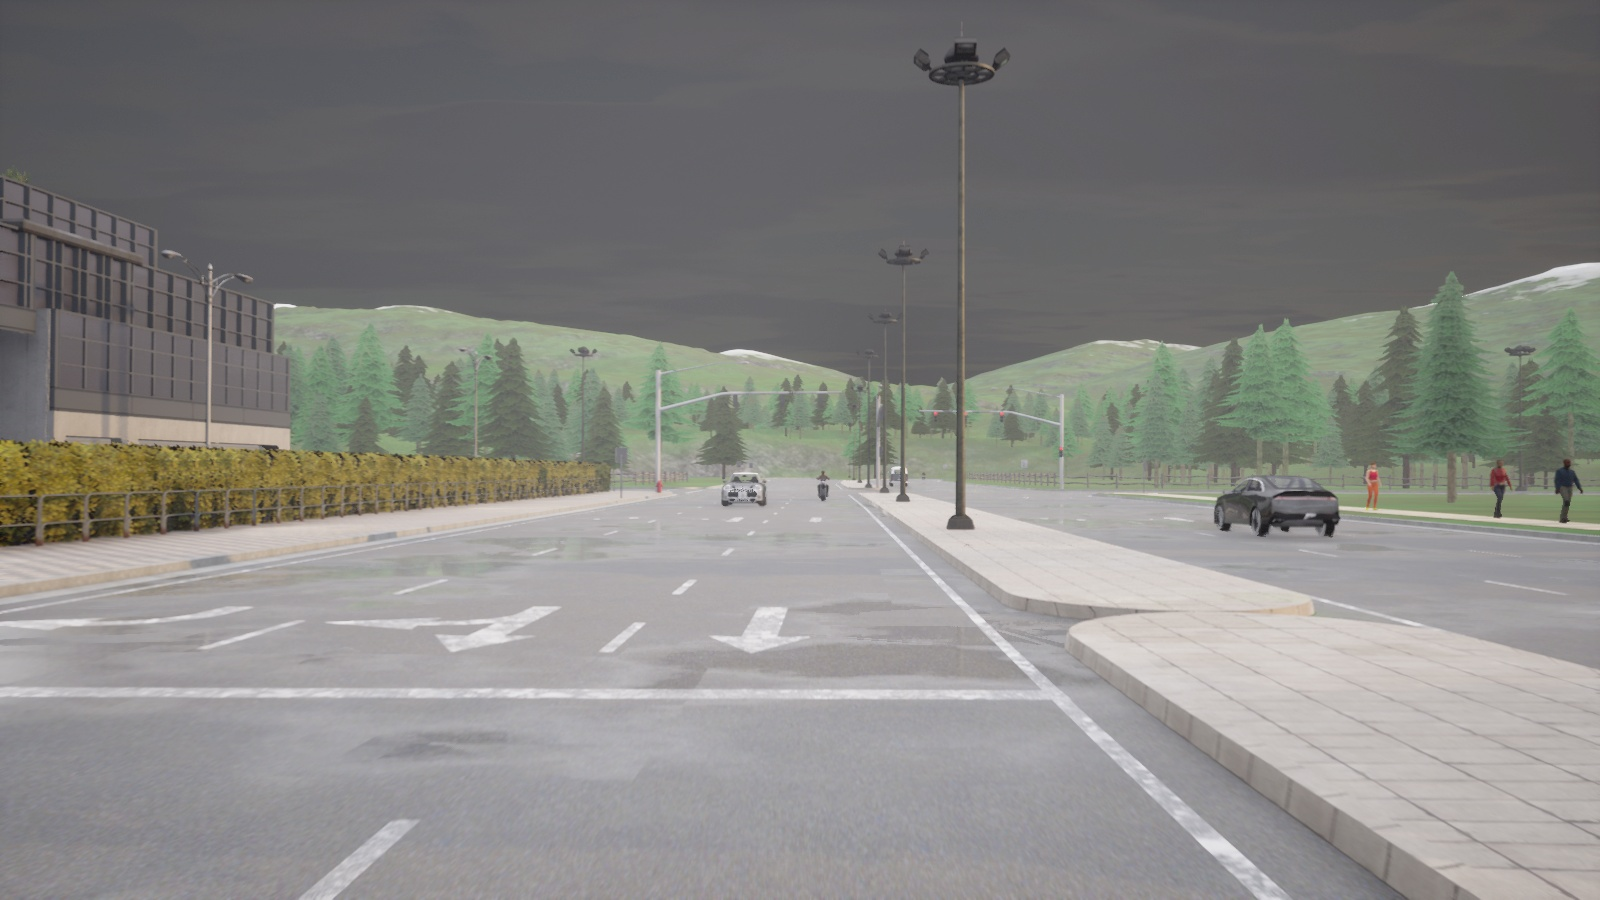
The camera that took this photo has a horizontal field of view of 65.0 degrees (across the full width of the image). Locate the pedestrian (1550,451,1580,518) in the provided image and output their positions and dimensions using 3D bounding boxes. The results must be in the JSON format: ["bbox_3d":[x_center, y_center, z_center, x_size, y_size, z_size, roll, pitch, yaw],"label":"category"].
[{"bbox_3d":[21.413,0.958,35.148,0.370,1.835,0.726,0,-1,0],"label":"pedestrian"}]

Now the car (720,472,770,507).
[{"bbox_3d":[-2.417,1.724,55.850,1.970,1.475,3.806,0,-1,1],"label":"car"}]

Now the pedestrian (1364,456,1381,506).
[{"bbox_3d":[21.285,1.152,46.682,0.345,1.836,0.594,0,-1,3],"label":"pedestrian"}]

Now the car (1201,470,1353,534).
[{"bbox_3d":[12.066,1.262,32.175,2.128,1.511,4.902,0,-1,1],"label":"car"}]

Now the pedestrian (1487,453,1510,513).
[{"bbox_3d":[21.576,1.019,38.786,0.331,1.846,0.636,0,-1,2],"label":"pedestrian"}]
